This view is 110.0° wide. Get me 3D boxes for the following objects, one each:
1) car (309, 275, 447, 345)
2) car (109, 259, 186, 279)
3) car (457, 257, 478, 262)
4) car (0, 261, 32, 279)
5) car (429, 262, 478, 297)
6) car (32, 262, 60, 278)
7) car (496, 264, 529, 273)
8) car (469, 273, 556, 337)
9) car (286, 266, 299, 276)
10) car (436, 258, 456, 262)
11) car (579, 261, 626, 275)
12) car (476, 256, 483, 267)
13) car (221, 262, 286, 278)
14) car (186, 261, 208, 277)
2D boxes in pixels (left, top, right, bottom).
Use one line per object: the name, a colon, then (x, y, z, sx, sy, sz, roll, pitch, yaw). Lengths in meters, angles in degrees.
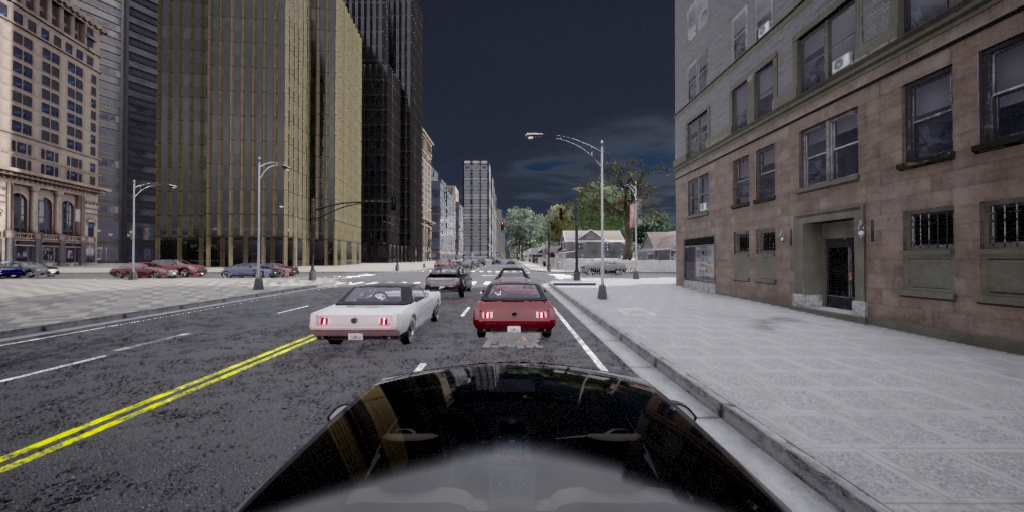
car: (-3.181, 1.352, 9.502, 1.895, 1.301, 4.718, 0, 0, 0)
car: (-31.215, 1.233, 30.490, 4.674, 1.442, 1.812, 0, -1, -4)
car: (-6.770, 1.257, 54.488, 1.837, 1.490, 4.892, 0, 0, 0)
car: (-43.376, 1.305, 29.380, 4.718, 1.301, 1.895, 0, -1, -7)
car: (-3.209, 1.243, 18.756, 2.128, 1.511, 4.902, 0, 0, 0)
car: (-44.387, 1.227, 32.532, 4.902, 1.511, 2.128, 0, -1, -6)
car: (0.038, 1.316, 18.981, 1.994, 1.385, 4.181, 0, 0, 0)
car: (0.052, 1.350, 10.224, 1.895, 1.301, 4.718, 0, 0, 0)
car: (-22.831, 1.304, 34.265, 4.181, 1.385, 1.994, 0, -1, -3)
car: (-10.018, 1.105, 52.660, 2.097, 1.767, 4.553, 0, 0, 0)
car: (9.589, 1.263, 37.973, 4.902, 1.511, 2.128, 0, -1, -2)
car: (-6.777, 1.258, 64.627, 1.837, 1.490, 4.892, 0, 0, 0)
car: (-22.543, 1.271, 31.024, 4.181, 1.385, 1.994, 0, -1, -3)
car: (-31.515, 1.092, 33.724, 4.553, 1.767, 2.097, 0, -1, -5)
